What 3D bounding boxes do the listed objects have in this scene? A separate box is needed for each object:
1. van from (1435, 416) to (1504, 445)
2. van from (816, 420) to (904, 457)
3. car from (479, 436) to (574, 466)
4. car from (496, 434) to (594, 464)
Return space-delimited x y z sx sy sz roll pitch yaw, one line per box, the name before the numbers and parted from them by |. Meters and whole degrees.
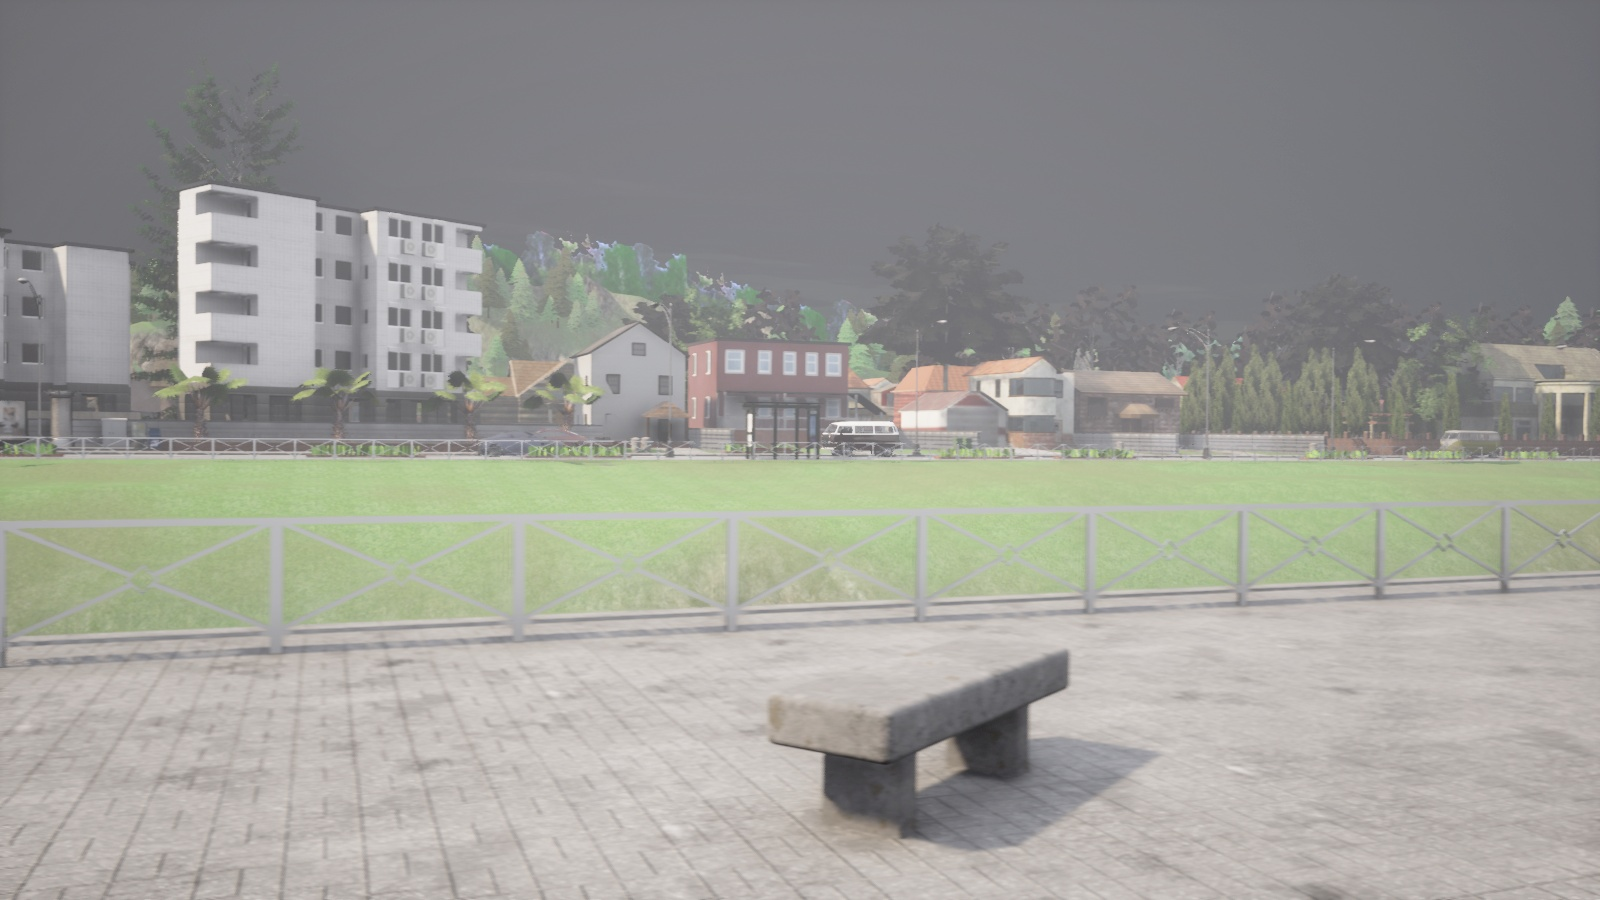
van | 46.620 -1.377 87.462 4.442 1.987 1.775 -1 1 -21
van | 3.402 -0.672 71.065 4.480 2.038 2.069 -1 1 -21
car | -13.185 0.020 60.498 4.181 1.385 1.994 -1 1 -21
car | -13.161 -0.088 64.785 4.674 1.442 1.812 -1 1 -21
